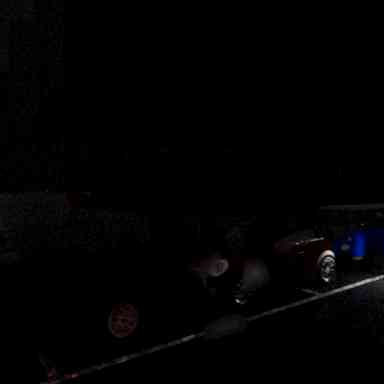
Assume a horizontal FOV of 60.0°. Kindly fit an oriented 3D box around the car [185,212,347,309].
[{"bbox_3d":[1.435,1.400,7.680,4.097,1.590,1.967,-1,0,-35],"label":"car"}]

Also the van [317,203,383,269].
[{"bbox_3d":[5.414,1.265,10.515,3.998,1.788,1.690,-1,0,-35],"label":"van"}]

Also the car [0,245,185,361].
[{"bbox_3d":[-2.543,1.540,4.846,4.507,1.381,1.887,-1,0,-35],"label":"car"}]
